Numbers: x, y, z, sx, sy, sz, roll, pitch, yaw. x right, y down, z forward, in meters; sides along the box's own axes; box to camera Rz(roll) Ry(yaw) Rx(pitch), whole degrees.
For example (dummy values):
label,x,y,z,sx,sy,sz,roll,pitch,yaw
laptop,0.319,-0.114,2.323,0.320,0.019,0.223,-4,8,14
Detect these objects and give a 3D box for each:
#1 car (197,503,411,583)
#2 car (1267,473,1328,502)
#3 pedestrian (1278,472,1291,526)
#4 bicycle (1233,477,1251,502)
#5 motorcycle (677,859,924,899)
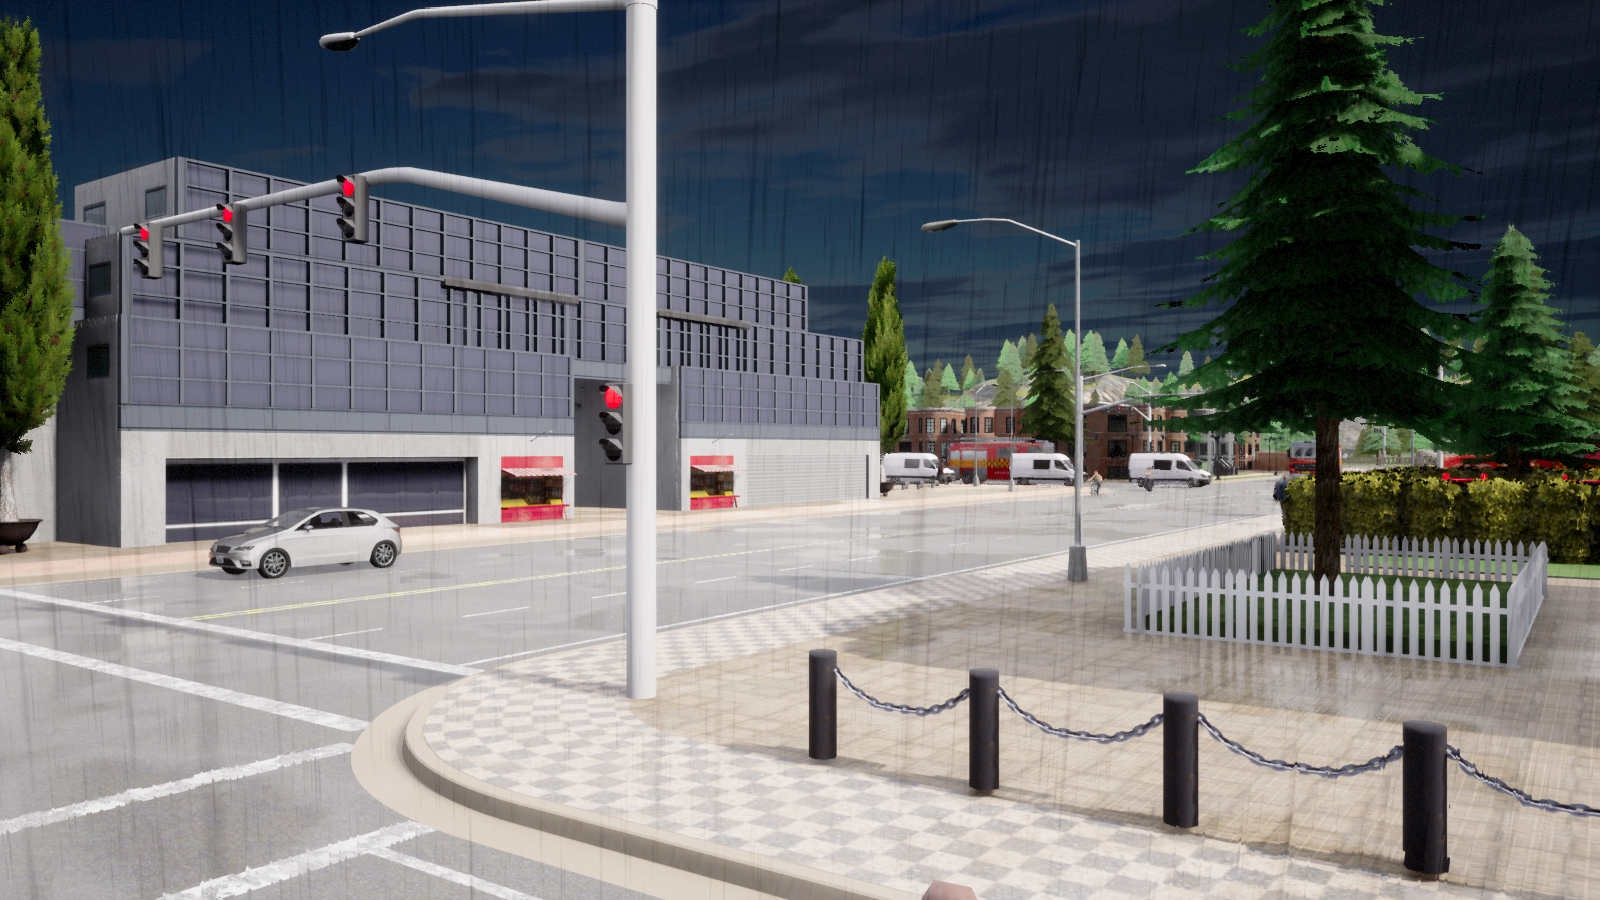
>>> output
label,x,y,z,sx,sy,sz,roll,pitch,yaw
car,-11.323,2.066,26.349,1.816,1.474,4.193,0,0,35
car,27.765,2.063,63.661,2.163,1.488,4.792,0,0,35
pedestrian,16.938,1.695,39.942,0.375,1.860,0.375,0,0,28
bicycle,24.334,2.158,62.852,0.859,1.276,1.487,0,0,23
motorcycle,0.509,2.205,3.428,2.209,1.251,0.867,0,0,35
